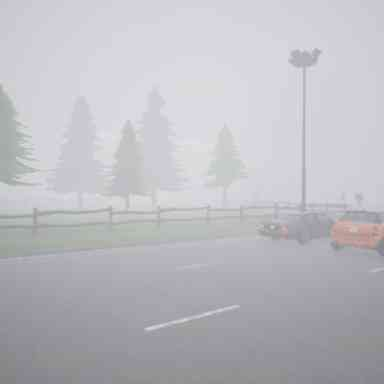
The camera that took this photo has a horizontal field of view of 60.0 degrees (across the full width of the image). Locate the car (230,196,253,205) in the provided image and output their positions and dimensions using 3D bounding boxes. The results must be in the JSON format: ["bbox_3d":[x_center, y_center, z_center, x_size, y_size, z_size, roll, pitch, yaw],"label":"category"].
[{"bbox_3d":[9.642,2.050,67.921,1.994,1.385,4.181,1,0,-35],"label":"car"}]

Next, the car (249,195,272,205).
[{"bbox_3d":[13.723,1.612,68.210,2.150,2.045,5.566,1,0,-35],"label":"car"}]

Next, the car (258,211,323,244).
[{"bbox_3d":[5.684,1.678,16.527,5.357,1.411,2.033,1,0,-35],"label":"car"}]

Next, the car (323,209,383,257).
[{"bbox_3d":[7.796,1.482,13.734,4.553,1.767,2.097,1,-1,-35],"label":"car"}]
